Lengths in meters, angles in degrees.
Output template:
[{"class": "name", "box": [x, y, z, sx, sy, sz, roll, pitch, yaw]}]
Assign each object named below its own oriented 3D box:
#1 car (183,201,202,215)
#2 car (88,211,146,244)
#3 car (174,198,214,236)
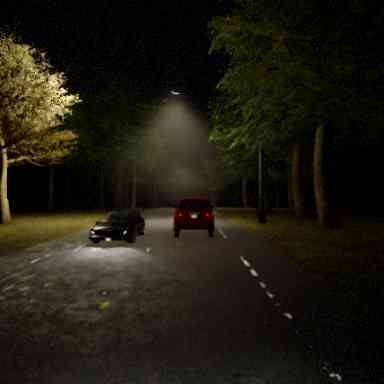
[{"class": "car", "box": [0.102, 1.892, 39.927, 2.128, 1.511, 4.902, 0, -1, 0]}, {"class": "car", "box": [-3.515, 1.652, 16.709, 2.033, 1.411, 5.357, 0, -1, 1]}, {"class": "car", "box": [0.101, 1.356, 19.559, 2.150, 2.045, 5.566, 0, -1, 0]}]
